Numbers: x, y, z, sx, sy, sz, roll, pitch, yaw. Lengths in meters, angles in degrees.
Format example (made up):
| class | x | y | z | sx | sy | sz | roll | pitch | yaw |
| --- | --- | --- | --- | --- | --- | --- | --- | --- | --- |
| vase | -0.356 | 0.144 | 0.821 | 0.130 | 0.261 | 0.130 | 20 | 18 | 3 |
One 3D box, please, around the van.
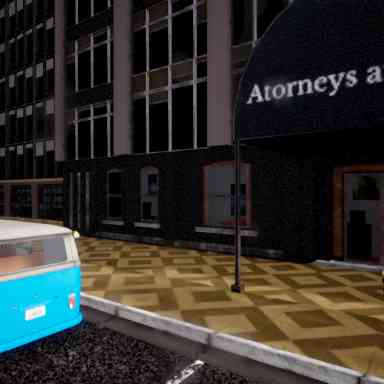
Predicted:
| class | x | y | z | sx | sy | sz | roll | pitch | yaw |
| --- | --- | --- | --- | --- | --- | --- | --- | --- | --- |
| van | -3.547 | 1.341 | 5.427 | 3.998 | 1.788 | 1.690 | 0 | 0 | 36 |
